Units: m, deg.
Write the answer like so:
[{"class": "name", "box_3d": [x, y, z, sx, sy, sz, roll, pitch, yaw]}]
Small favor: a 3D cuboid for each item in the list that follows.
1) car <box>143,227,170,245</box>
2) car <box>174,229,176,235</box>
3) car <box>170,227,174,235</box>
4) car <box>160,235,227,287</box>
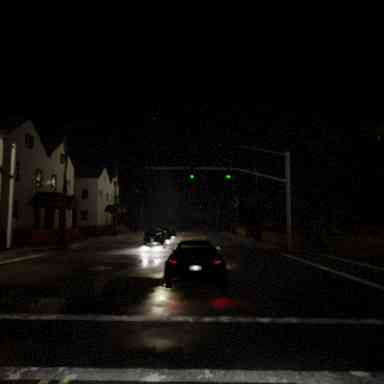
[{"class": "car", "box_3d": [-3.606, 4.325, 32.656, 2.128, 1.511, 4.902, 0, -5, 0]}, {"class": "car", "box_3d": [-3.566, 6.200, 51.991, 1.994, 1.385, 4.181, 0, -5, 0]}, {"class": "car", "box_3d": [-3.603, 5.209, 41.996, 1.837, 1.490, 4.892, 0, -5, 0]}, {"class": "car", "box_3d": [0.106, 2.428, 11.930, 1.994, 1.385, 4.181, 0, -5, 0]}]
